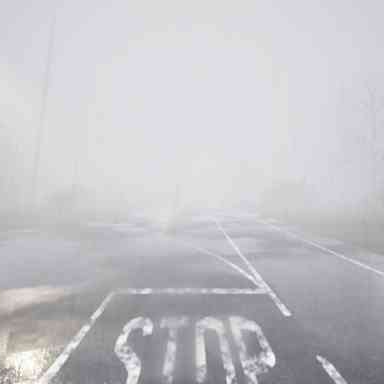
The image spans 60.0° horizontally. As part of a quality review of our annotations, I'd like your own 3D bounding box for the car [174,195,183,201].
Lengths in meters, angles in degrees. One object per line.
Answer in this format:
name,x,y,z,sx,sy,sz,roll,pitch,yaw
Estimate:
car,-3.257,1.454,79.766,1.882,1.535,5.008,0,0,2
